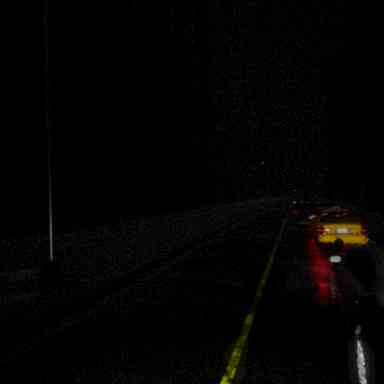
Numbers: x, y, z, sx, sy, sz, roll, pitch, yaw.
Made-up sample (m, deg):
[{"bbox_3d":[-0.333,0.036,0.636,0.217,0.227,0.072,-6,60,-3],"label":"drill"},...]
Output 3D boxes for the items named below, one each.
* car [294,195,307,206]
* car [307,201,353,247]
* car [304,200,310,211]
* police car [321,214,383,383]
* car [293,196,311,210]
[{"bbox_3d":[17.704,1.366,54.372,1.882,1.535,5.008,-2,-1,17],"label":"car"},{"bbox_3d":[6.142,1.366,14.357,1.801,1.575,5.366,-2,0,17],"label":"car"},{"bbox_3d":[7.878,1.425,19.902,1.812,1.442,4.674,-2,0,17],"label":"car"},{"bbox_3d":[3.135,1.360,4.734,1.930,1.638,5.238,-2,0,17],"label":"police car"},{"bbox_3d":[13.753,1.249,41.678,2.097,1.767,4.553,-2,-1,18],"label":"car"}]
